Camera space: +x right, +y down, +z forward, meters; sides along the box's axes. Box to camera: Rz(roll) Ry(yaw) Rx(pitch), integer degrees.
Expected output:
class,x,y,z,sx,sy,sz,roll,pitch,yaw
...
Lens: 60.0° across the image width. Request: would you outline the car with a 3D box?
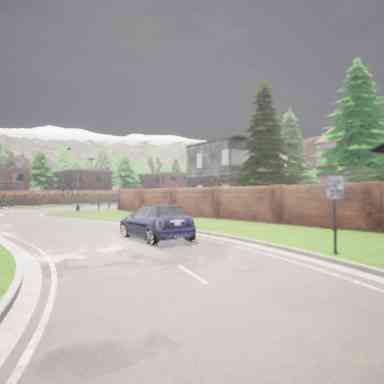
class,x,y,z,sx,sy,sz,roll,pitch,yaw
car,-1.736,1.363,15.706,2.097,1.767,4.553,-1,0,-32
